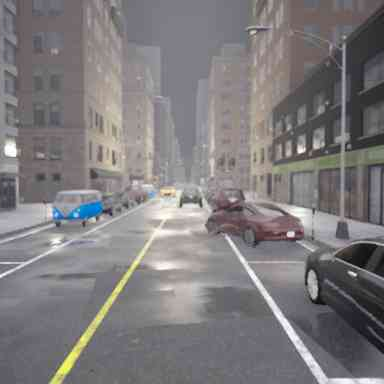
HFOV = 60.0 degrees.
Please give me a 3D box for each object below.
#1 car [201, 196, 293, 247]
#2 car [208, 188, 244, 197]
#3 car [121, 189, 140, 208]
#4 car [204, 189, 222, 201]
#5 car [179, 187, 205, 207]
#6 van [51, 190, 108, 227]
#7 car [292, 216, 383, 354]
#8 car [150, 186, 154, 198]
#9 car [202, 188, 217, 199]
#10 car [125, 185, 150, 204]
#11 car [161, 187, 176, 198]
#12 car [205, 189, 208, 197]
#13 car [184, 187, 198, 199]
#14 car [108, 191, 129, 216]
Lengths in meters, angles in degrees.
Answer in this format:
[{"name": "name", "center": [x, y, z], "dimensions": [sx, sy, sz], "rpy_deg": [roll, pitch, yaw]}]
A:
[{"name": "car", "center": [2.276, 1.122, 12.879], "dimensions": [1.812, 1.442, 4.674], "rpy_deg": [-1, 2, -24]}, {"name": "car", "center": [2.541, 0.590, 23.228], "dimensions": [2.192, 1.841, 5.009], "rpy_deg": [0, 2, 0]}, {"name": "car", "center": [-6.016, 0.674, 28.766], "dimensions": [1.947, 1.339, 4.313], "rpy_deg": [0, 2, 0]}, {"name": "car", "center": [2.447, 0.318, 39.982], "dimensions": [1.947, 1.339, 4.313], "rpy_deg": [0, 2, 0]}, {"name": "car", "center": [-0.098, 0.381, 31.178], "dimensions": [2.097, 1.767, 4.553], "rpy_deg": [0, 2, 0]}, {"name": "van", "center": [-5.954, 0.796, 17.592], "dimensions": [1.690, 1.788, 3.998], "rpy_deg": [0, 2, 0]}, {"name": "car", "center": [3.120, 1.354, 4.633], "dimensions": [1.837, 1.490, 4.892], "rpy_deg": [0, 2, 0]}, {"name": "car", "center": [-6.078, 0.304, 39.932], "dimensions": [1.887, 1.381, 4.507], "rpy_deg": [0, 2, 0]}, {"name": "car", "center": [2.416, 0.160, 45.565], "dimensions": [1.802, 1.307, 4.206], "rpy_deg": [0, 2, 0]}, {"name": "car", "center": [-6.046, 0.249, 34.340], "dimensions": [2.192, 1.841, 5.009], "rpy_deg": [0, 2, 0]}, {"name": "car", "center": [-3.289, 0.006, 47.260], "dimensions": [1.882, 1.535, 5.008], "rpy_deg": [0, 1, 0]}, {"name": "car", "center": [2.509, 0.651, 28.818], "dimensions": [2.008, 1.369, 4.403], "rpy_deg": [0, 2, 0]}, {"name": "car", "center": [-0.181, 0.096, 45.854], "dimensions": [1.812, 1.442, 4.674], "rpy_deg": [0, 2, 0]}, {"name": "car", "center": [-5.985, 0.848, 23.182], "dimensions": [1.947, 1.339, 4.313], "rpy_deg": [0, 2, 0]}]
